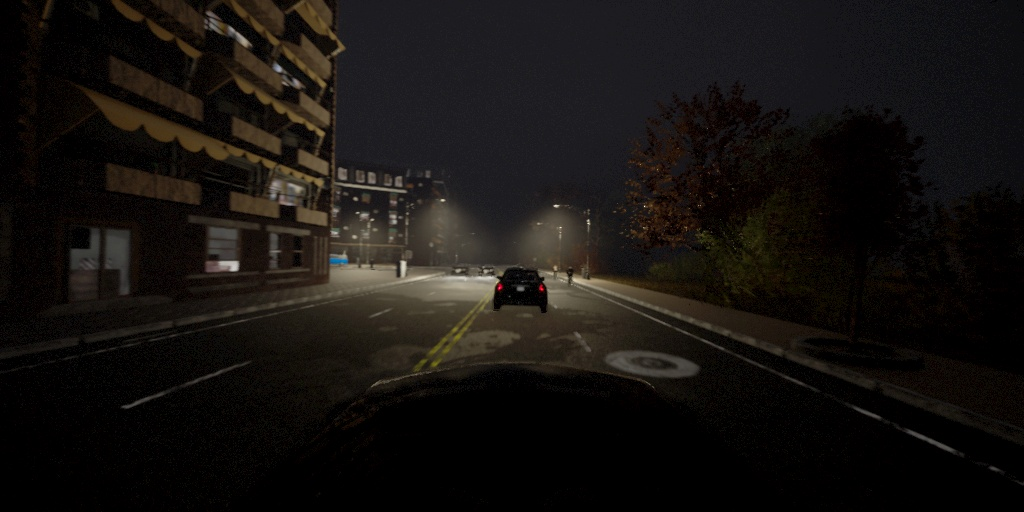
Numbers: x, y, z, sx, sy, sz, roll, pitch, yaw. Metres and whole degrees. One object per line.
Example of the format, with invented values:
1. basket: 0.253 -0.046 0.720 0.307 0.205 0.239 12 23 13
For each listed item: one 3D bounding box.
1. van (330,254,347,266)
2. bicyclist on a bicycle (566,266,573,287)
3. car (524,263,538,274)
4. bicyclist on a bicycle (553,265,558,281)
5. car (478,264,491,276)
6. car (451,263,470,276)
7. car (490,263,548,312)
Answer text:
1. van: -27.849 0.646 55.960 3.998 1.789 1.690 0 0 -31
2. bicyclist on a bicycle: 4.535 1.639 28.056 0.582 1.620 1.656 1 -1 0
3. car: 3.071 1.998 58.818 1.882 1.535 5.008 1 -1 -2
4. bicyclist on a bicycle: 4.482 1.748 37.140 0.582 1.620 1.656 1 -1 -1
5. car: -3.071 1.693 44.270 2.128 1.511 4.902 1 -1 -1
6. car: -6.300 1.615 44.103 2.128 1.511 4.902 1 -1 -1
7. car: 0.367 1.284 15.600 2.097 1.767 4.553 1 -1 1
